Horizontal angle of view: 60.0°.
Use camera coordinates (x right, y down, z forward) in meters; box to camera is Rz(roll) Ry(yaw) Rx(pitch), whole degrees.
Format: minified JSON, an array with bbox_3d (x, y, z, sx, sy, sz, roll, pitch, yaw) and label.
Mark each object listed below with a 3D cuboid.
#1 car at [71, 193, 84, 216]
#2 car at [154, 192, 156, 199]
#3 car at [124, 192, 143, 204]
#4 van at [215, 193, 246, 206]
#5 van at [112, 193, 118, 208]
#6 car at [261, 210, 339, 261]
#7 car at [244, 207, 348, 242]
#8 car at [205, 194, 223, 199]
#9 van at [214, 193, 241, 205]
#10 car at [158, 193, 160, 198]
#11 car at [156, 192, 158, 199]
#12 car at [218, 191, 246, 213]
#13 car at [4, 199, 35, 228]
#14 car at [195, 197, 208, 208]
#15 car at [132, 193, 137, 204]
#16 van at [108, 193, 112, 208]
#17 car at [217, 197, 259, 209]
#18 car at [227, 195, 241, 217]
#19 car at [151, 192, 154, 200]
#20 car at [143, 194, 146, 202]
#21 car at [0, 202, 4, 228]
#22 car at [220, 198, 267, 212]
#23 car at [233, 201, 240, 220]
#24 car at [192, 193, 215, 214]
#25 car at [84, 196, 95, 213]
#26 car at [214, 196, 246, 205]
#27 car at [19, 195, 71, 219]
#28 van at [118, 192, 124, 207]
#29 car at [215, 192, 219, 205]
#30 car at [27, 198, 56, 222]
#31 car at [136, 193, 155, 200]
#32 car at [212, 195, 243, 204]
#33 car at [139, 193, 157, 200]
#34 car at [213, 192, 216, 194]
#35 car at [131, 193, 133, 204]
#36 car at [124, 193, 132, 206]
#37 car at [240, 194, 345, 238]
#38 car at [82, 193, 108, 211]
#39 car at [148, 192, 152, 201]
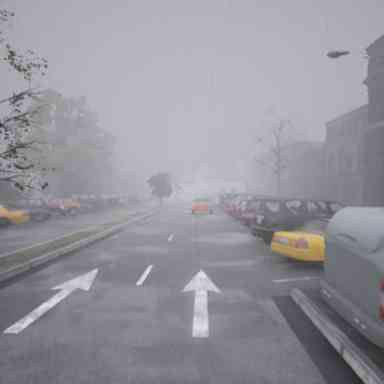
[{"bbox_3d":[-12.505,1.278,30.414,4.553,1.767,2.185,0,0,-18],"label":"car"},{"bbox_3d":[-11.591,1.323,77.965,4.792,1.488,2.163,-1,0,-20],"label":"car"},{"bbox_3d":[-11.862,1.091,57.174,5.566,2.045,2.435,0,0,-19],"label":"car"},{"bbox_3d":[6.157,1.210,52.912,4.442,1.987,1.878,1,0,-19],"label":"van"},{"bbox_3d":[-12.112,1.149,42.350,4.442,1.987,1.878,-1,0,-18],"label":"van"},{"bbox_3d":[5.233,1.516,10.887,5.366,1.575,1.946,1,0,-18],"label":"car"},{"bbox_3d":[5.244,1.564,16.865,4.674,1.452,2.002,1,0,-18],"label":"car"},{"bbox_3d":[6.252,1.356,95.206,4.674,1.452,2.002,1,0,-22],"label":"car"},{"bbox_3d":[6.309,1.195,58.935,4.442,1.987,1.878,1,0,-19],"label":"van"},{"bbox_3d":[-11.941,1.272,86.761,5.366,1.575,1.946,-1,0,-21],"label":"car"},{"bbox_3d":[-11.645,1.287,80.910,5.008,1.535,2.097,-1,0,-21],"label":"car"},{"bbox_3d":[5.589,1.245,28.899,5.566,2.045,2.435,1,0,-18],"label":"car"},{"bbox_3d":[-12.978,1.425,20.588,5.366,1.575,1.946,-1,0,-18],"label":"car"},{"bbox_3d":[1.427,1.442,48.206,1.837,1.490,4.892,0,0,2],"label":"car"},{"bbox_3d":[-11.884,1.378,54.226,4.792,1.488,2.163,0,0,-19],"label":"car"},{"bbox_3d":[-12.189,1.156,39.374,4.442,1.987,1.878,0,0,-18],"label":"van"},{"bbox_3d":[6.022,1.460,43.938,5.008,1.535,2.097,1,0,-18],"label":"car"},{"bbox_3d":[5.492,1.379,25.905,4.553,1.767,2.185,1,0,-18],"label":"car"},{"bbox_3d":[-11.635,1.331,74.971,4.792,1.488,2.163,-1,0,-20],"label":"car"},{"bbox_3d":[-11.594,1.330,60.222,5.366,1.575,1.946,0,0,-19],"label":"car"},{"bbox_3d":[-12.893,1.435,17.260,4.892,1.521,2.231,0,0,-18],"label":"car"},{"bbox_3d":[5.829,1.504,37.919,4.792,1.488,2.163,1,0,-18],"label":"car"},{"bbox_3d":[5.342,1.519,19.889,5.008,1.535,2.097,1,0,-18],"label":"car"},{"bbox_3d":[1.083,1.324,34.921,2.097,1.767,4.553,0,0,2],"label":"car"},{"bbox_3d":[-12.458,1.437,33.386,4.674,1.452,2.002,0,0,-18],"label":"car"},{"bbox_3d":[6.367,1.460,55.977,4.792,1.488,2.163,1,0,-19],"label":"car"},{"bbox_3d":[-12.648,1.285,27.426,4.553,1.767,2.185,-1,0,-18],"label":"car"},{"bbox_3d":[-12.036,1.142,45.328,4.442,1.987,1.878,-1,0,-18],"label":"van"},{"bbox_3d":[5.755,1.230,34.911,5.566,2.045,2.435,1,0,-18],"label":"car"},{"bbox_3d":[-12.685,1.447,24.057,4.792,1.488,2.163,0,0,-18],"label":"car"},{"bbox_3d":[-11.733,1.155,83.864,4.553,1.767,2.185,-1,0,-21],"label":"car"},{"bbox_3d":[6.656,1.415,62.055,5.366,1.575,1.946,1,0,-19],"label":"car"},{"bbox_3d":[-11.825,1.140,89.801,4.553,1.767,2.185,-1,0,-22],"label":"car"},{"bbox_3d":[5.967,1.216,40.949,5.566,2.045,2.435,1,0,-18],"label":"car"},{"bbox_3d":[-12.014,1.385,51.225,4.792,1.488,2.163,-1,0,-18],"label":"car"},{"bbox_3d":[-11.888,1.358,48.324,5.366,1.575,1.946,0,0,-18],"label":"car"},{"bbox_3d":[5.179,1.272,13.864,5.566,2.045,2.435,1,0,-18],"label":"car"},{"bbox_3d":[-12.405,1.139,36.348,5.566,2.045,2.435,0,0,-18],"label":"car"},{"bbox_3d":[-11.619,1.315,69.060,5.008,1.535,2.097,0,0,-19],"label":"car"}]
